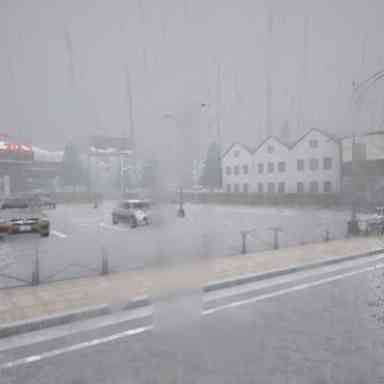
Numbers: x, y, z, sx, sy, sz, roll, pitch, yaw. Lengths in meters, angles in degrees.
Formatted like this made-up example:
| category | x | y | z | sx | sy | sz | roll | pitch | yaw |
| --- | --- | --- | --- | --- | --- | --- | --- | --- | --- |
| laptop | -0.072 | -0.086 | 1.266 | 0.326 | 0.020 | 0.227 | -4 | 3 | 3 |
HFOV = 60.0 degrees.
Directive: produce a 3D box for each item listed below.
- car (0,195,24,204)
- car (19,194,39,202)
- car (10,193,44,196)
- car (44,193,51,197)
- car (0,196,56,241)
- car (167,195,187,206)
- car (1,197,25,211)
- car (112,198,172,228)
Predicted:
| category | x | y | z | sx | sy | sz | roll | pitch | yaw |
| --- | --- | --- | --- | --- | --- | --- | --- | --- | --- |
| car | -36.896 | 1.488 | 67.729 | 4.611 | 1.667 | 2.242 | 0 | 0 | -36 |
| car | -36.651 | 1.317 | 74.857 | 3.866 | 1.878 | 1.905 | 0 | 0 | -36 |
| car | -15.710 | 1.108 | 31.413 | 1.932 | 1.855 | 4.605 | 0 | 0 | -36 |
| car | -17.602 | 1.085 | 39.728 | 1.905 | 1.878 | 3.866 | 0 | 0 | -36 |
| car | -8.174 | 1.167 | 15.437 | 2.152 | 1.636 | 5.027 | 0 | 0 | -36 |
| car | -2.733 | 1.308 | 51.785 | 1.837 | 1.490 | 4.892 | 0 | -1 | -35 |
| car | -20.664 | 1.372 | 38.295 | 1.970 | 1.475 | 3.806 | 0 | 0 | -36 |
| car | -3.136 | 1.241 | 19.426 | 1.970 | 1.475 | 3.806 | 0 | 0 | -36 |
